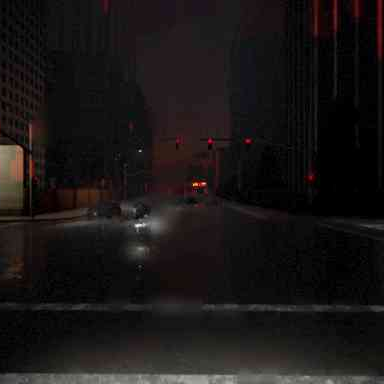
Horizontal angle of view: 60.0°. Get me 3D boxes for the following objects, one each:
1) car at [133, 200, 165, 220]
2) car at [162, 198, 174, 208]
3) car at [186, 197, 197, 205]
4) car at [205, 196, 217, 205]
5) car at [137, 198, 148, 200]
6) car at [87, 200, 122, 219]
[{"bbox_3d":[-3.651,1.593,28.531,1.895,1.301,4.718,0,0,0],"label":"car"},{"bbox_3d":[-3.668,1.550,47.455,1.994,1.385,4.181,0,0,0],"label":"car"},{"bbox_3d":[-0.105,1.531,58.407,2.033,1.411,5.357,0,0,0],"label":"car"},{"bbox_3d":[3.395,1.509,58.414,1.812,1.442,4.674,0,0,0],"label":"car"},{"bbox_3d":[-7.168,1.587,47.800,1.895,1.301,4.718,0,0,0],"label":"car"},{"bbox_3d":[-7.448,1.483,28.723,2.128,1.511,4.902,0,0,5],"label":"car"}]
